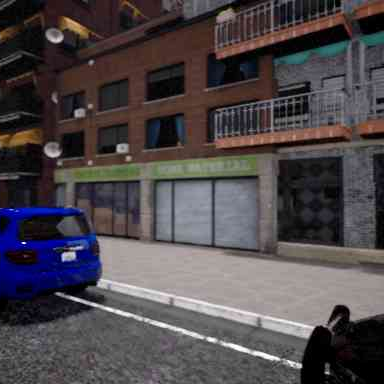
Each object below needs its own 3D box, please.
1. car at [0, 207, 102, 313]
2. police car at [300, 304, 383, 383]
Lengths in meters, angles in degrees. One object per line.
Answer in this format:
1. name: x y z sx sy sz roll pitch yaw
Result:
1. car: -4.590 1.380 8.096 5.566 2.045 2.150 -1 -1 36
2. police car: 3.468 1.491 2.215 5.238 1.638 1.930 -1 -1 36
